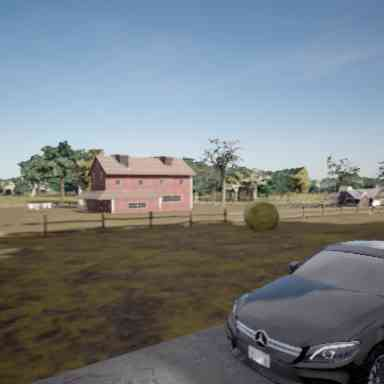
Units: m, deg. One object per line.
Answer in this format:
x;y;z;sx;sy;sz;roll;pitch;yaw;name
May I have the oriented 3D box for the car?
2.614;1.509;4.936;4.674;1.442;1.812;0;0;-35;car
